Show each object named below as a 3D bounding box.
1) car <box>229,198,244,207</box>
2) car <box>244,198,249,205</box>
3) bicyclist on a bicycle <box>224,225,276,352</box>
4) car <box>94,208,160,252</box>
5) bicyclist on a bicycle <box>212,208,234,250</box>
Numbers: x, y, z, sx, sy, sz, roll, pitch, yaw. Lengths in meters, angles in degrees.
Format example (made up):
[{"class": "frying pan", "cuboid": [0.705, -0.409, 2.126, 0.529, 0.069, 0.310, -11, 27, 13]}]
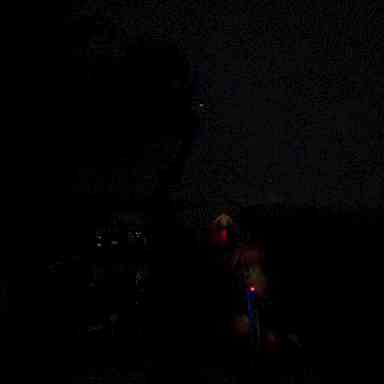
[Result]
[{"class": "car", "cuboid": [7.696, 1.879, 59.621, 1.837, 1.490, 4.892, 0, 0, 14]}, {"class": "car", "cuboid": [11.289, 2.069, 73.126, 2.033, 1.411, 5.357, 0, -1, 18]}, {"class": "bicyclist on a bicycle", "cuboid": [0.907, 1.458, 5.237, 0.582, 1.620, 1.656, 0, 0, 0]}, {"class": "car", "cuboid": [-2.571, 1.502, 14.176, 1.882, 1.535, 5.008, 0, 0, 4]}, {"class": "bicyclist on a bicycle", "cuboid": [1.256, 1.460, 13.280, 0.866, 1.612, 1.509, 0, 0, 1]}]
